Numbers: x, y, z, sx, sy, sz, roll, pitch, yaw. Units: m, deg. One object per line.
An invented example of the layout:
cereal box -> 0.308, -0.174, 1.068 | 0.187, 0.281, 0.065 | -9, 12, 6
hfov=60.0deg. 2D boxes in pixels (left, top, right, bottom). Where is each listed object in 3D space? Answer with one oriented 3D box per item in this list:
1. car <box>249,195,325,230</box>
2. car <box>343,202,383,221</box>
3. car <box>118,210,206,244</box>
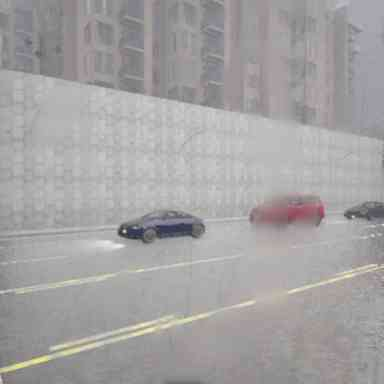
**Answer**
car -> 6.189, 1.208, 21.286 | 5.566, 2.045, 2.150 | 0, 0, -35
car -> 14.659, 1.526, 27.310 | 5.357, 1.411, 2.033 | 0, 0, -35
car -> -1.371, 1.558, 15.902 | 4.181, 1.385, 1.994 | 0, 0, -36
